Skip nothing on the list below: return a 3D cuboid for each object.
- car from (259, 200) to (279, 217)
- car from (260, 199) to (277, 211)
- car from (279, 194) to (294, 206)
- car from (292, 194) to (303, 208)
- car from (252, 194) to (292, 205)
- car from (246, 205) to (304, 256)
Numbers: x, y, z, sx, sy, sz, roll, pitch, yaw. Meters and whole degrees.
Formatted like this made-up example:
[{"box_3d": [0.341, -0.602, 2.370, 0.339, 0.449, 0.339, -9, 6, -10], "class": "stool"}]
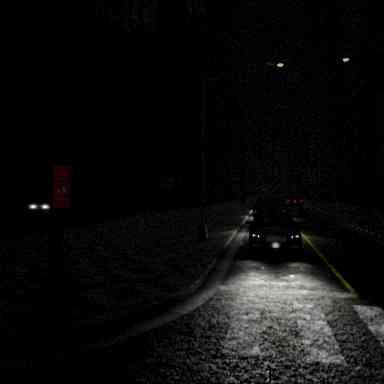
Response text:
[{"box_3d": [7.577, 1.559, 32.733, 1.812, 1.442, 4.674, 0, 0, 12], "class": "car"}, {"box_3d": [9.779, 1.615, 42.516, 1.994, 1.385, 4.181, 0, 0, 13], "class": "car"}, {"box_3d": [16.479, 1.306, 58.253, 2.150, 2.045, 5.566, 0, 0, 13], "class": "car"}, {"box_3d": [13.232, 1.275, 43.532, 2.150, 2.045, 5.566, 0, 0, 13], "class": "car"}, {"box_3d": [5.418, 1.241, 23.004, 2.150, 2.045, 5.566, 0, 0, 13], "class": "car"}, {"box_3d": [3.290, 1.502, 13.381, 2.128, 1.511, 4.902, 0, 0, 12], "class": "car"}]
